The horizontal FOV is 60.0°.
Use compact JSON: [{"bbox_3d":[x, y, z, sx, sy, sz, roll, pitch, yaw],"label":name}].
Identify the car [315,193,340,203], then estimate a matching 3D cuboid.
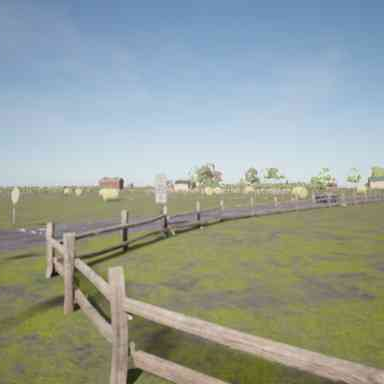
[{"bbox_3d":[19.018,0.809,46.953,4.718,1.301,1.895,-1,1,-43],"label":"car"}]
